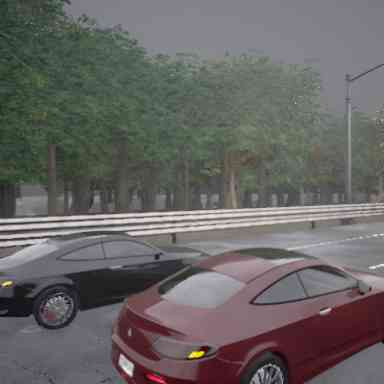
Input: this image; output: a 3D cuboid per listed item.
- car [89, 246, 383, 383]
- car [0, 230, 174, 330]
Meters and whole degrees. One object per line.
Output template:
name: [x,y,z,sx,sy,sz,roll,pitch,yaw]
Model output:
car: [1.220,1.522,4.621,4.674,1.442,1.812,0,0,-36]
car: [-1.656,1.523,6.865,4.674,1.442,1.812,0,0,-36]
